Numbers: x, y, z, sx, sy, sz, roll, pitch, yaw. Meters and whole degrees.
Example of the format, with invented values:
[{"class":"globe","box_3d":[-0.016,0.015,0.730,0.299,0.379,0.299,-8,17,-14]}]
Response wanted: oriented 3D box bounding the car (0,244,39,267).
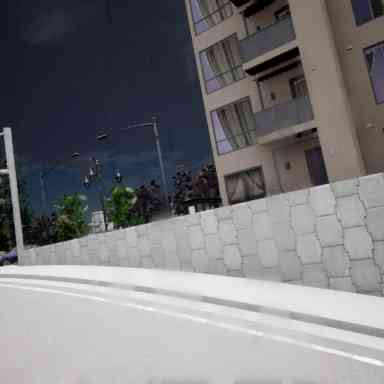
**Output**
[{"class":"car","box_3d":[-15.564,5.661,29.614,2.097,1.767,4.553,-15,-9,35]}]
